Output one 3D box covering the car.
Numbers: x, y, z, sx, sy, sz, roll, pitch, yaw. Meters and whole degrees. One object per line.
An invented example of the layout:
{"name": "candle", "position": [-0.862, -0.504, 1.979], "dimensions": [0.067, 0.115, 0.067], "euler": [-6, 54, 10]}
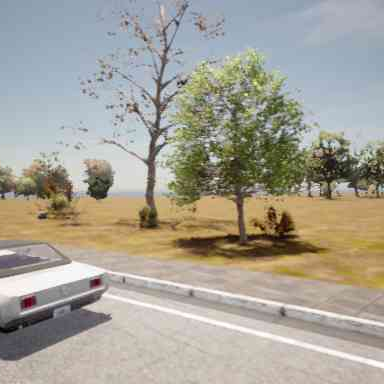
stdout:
{"name": "car", "position": [-3.914, 1.593, 6.452], "dimensions": [4.718, 1.301, 1.895], "euler": [0, 0, 33]}
